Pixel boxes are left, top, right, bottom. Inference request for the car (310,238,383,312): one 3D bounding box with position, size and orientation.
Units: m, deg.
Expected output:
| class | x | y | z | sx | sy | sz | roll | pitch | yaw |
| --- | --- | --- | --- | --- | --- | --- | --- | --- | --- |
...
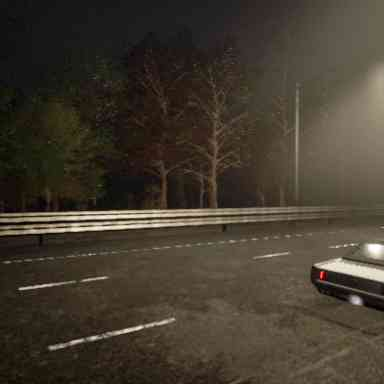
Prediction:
| class | x | y | z | sx | sy | sz | roll | pitch | yaw |
| --- | --- | --- | --- | --- | --- | --- | --- | --- | --- |
| car | 4.792 | 1.675 | 7.168 | 4.718 | 1.301 | 1.895 | 1 | 0 | -33 |
